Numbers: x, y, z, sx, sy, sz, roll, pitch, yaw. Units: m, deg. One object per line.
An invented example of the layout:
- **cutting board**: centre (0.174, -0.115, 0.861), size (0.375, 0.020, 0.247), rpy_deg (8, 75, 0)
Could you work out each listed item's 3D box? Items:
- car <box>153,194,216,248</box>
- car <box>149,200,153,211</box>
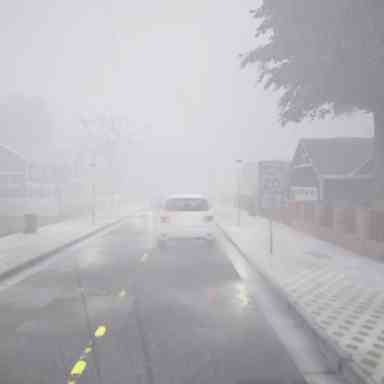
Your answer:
- **car**: centre (-0.246, 1.117, 14.336), size (2.150, 2.045, 5.566), rpy_deg (-1, 0, -2)
- **car**: centre (-3.445, 1.213, 36.043), size (1.837, 1.490, 4.892), rpy_deg (0, 0, -1)
